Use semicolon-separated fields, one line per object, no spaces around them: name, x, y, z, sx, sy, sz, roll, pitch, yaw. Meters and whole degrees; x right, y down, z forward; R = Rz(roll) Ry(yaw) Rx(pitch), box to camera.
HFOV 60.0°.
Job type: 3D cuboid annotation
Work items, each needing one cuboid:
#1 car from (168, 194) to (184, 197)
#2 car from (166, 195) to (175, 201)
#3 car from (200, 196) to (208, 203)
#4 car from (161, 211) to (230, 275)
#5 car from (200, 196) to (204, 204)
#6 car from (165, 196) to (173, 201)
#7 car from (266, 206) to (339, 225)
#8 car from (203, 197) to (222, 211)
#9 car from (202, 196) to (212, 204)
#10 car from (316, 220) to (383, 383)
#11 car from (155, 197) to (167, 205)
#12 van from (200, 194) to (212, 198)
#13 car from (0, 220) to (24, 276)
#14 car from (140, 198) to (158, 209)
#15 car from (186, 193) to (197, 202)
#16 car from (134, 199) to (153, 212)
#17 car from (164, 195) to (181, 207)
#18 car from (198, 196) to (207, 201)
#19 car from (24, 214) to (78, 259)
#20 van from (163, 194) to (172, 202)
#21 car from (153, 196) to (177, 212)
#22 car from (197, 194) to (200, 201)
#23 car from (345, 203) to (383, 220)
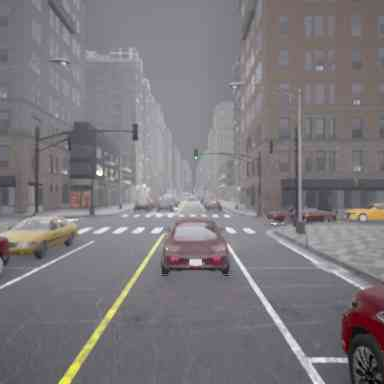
car;-3.053;1.600;59.982;2.033;1.411;5.357;0;0;1
car;-5.878;1.641;91.014;2.008;1.369;4.403;1;0;0
car;2.652;1.651;73.992;1.802;1.307;4.206;1;0;0
car;0.094;1.534;10.321;1.812;1.442;4.674;0;0;0
car;2.659;1.626;51.299;1.802;1.307;4.206;1;0;0
car;-5.877;1.665;85.341;1.802;1.307;4.206;1;0;0
car;7.903;1.681;23.845;4.718;1.301;1.895;1;-1;-7
car;2.663;1.615;39.952;1.802;1.307;4.206;1;0;0
car;2.661;1.620;45.626;1.802;1.307;4.206;1;0;0
car;2.677;1.316;1.684;2.192;1.841;5.009;1;0;0
car;-5.870;1.638;62.650;1.802;1.307;4.206;1;0;0
van;2.660;1.391;56.973;1.690;1.788;3.998;1;0;0
car;-5.853;1.550;7.315;1.887;1.381;4.507;1;0;0
car;-5.864;1.583;45.632;1.887;1.381;4.507;1;0;0
car;-0.024;1.616;79.685;2.033;1.411;5.357;0;0;0
car;-5.863;1.578;39.959;1.887;1.381;4.507;1;0;0
car;-3.105;1.606;49.543;1.994;1.385;4.181;0;0;0
car;2.649;1.649;85.339;1.947;1.339;4.313;1;0;0
car;-5.854;1.536;12.769;1.752;1.417;4.829;1;0;0
van;-5.873;1.417;79.669;1.690;1.788;3.998;1;0;0
car;-3.109;1.538;39.579;1.837;1.490;4.892;0;0;0
car;2.659;1.371;62.646;2.192;1.841;5.009;1;0;0
car;15.116;1.656;27.151;5.008;1.535;1.882;0;-1;1
